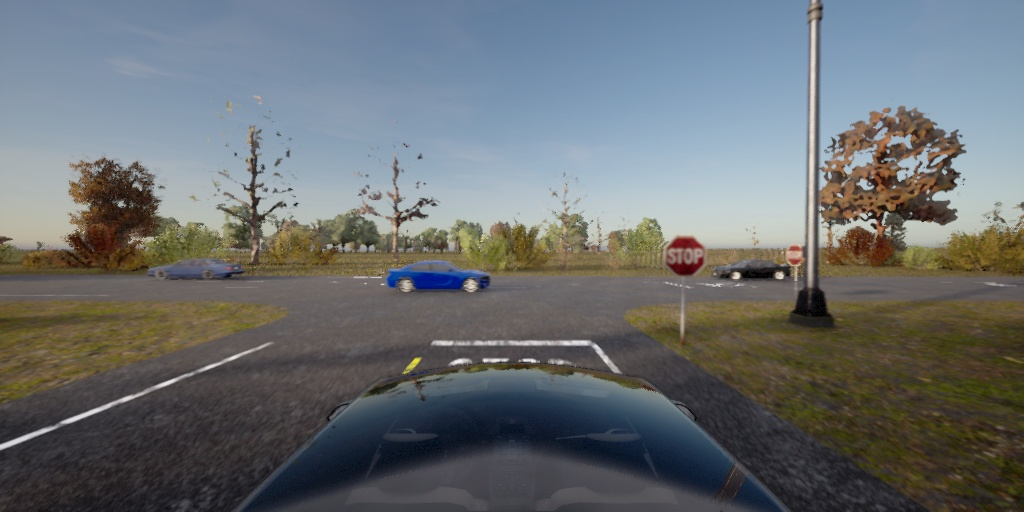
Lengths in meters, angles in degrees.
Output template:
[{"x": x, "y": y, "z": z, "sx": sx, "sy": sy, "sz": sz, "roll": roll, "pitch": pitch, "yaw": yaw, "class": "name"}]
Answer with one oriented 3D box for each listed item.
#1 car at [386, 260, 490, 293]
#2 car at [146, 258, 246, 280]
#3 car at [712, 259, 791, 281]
[{"x": -3.587, "y": 0.977, "z": 17.739, "sx": 5.008, "sy": 1.535, "sz": 1.882, "roll": 0, "pitch": 1, "yaw": -1, "class": "car"}, {"x": -21.206, "y": 0.858, "z": 24.242, "sx": 5.357, "sy": 1.411, "sz": 2.033, "roll": 0, "pitch": 1, "yaw": -2, "class": "car"}, {"x": 16.785, "y": 0.967, "z": 25.294, "sx": 5.008, "sy": 1.535, "sz": 1.882, "roll": -1, "pitch": 1, "yaw": -2, "class": "car"}]
